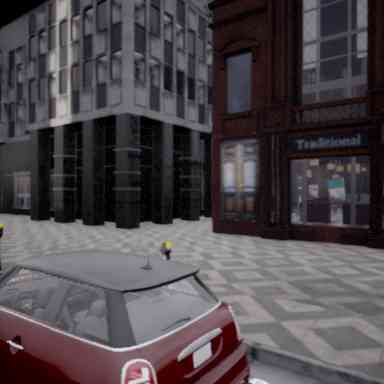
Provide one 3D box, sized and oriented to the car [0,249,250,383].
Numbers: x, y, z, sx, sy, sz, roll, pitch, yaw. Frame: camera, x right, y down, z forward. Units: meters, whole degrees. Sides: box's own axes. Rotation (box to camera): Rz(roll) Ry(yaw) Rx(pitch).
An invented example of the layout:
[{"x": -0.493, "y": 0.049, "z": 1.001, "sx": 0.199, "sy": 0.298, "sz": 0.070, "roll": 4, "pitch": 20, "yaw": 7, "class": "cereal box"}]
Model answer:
[{"x": -1.490, "y": 1.438, "z": 4.024, "sx": 4.097, "sy": 1.590, "sz": 1.967, "roll": 0, "pitch": 0, "yaw": 36, "class": "car"}]
